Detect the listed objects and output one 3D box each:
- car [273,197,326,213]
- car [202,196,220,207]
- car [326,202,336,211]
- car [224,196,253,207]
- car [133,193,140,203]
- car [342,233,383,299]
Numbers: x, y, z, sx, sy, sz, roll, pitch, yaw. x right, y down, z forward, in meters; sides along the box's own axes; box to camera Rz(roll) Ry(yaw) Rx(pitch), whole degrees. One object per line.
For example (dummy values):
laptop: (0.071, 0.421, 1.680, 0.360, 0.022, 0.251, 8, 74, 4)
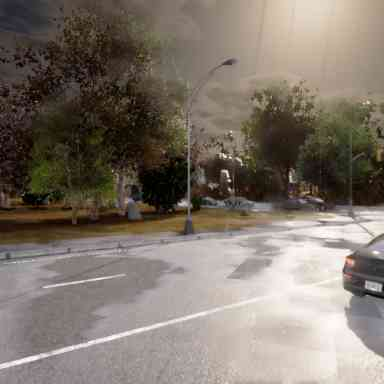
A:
car: (11.469, 1.456, 36.592, 2.033, 1.411, 5.357, 0, 0, -38)
car: (2.030, 1.415, 48.874, 1.837, 1.490, 4.892, 0, 0, -38)
car: (14.186, 1.372, 38.801, 1.882, 1.535, 5.008, 0, 0, -38)
car: (6.772, 1.388, 48.448, 2.128, 1.511, 4.902, 0, 0, -38)
car: (-9.354, 1.242, 63.838, 2.150, 2.045, 5.566, 0, 0, -38)
car: (5.138, 1.515, 7.265, 4.674, 1.442, 1.812, 0, 0, -35)
